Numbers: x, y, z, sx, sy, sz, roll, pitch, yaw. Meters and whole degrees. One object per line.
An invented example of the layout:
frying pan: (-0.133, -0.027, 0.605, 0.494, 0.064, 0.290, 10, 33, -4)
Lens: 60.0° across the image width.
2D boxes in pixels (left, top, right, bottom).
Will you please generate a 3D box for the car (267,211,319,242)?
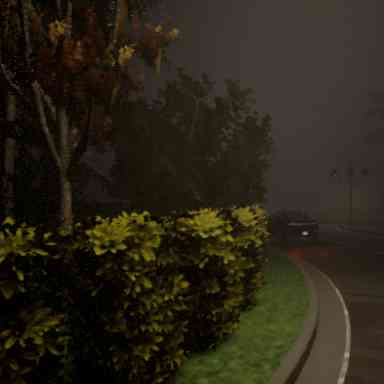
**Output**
car: (5.097, 1.764, 18.014, 2.128, 1.511, 4.902, -1, -1, -5)
